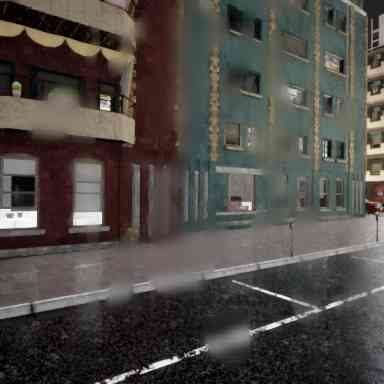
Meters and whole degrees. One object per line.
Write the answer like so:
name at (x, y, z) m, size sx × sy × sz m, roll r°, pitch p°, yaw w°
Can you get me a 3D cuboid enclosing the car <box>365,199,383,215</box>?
car at (15.666, 1.240, 32.182) m, size 2.192 × 1.841 × 5.009 m, roll 1°, pitch 0°, yaw -36°
